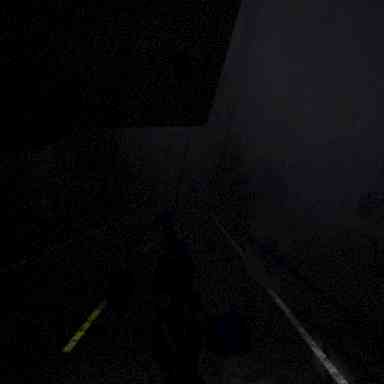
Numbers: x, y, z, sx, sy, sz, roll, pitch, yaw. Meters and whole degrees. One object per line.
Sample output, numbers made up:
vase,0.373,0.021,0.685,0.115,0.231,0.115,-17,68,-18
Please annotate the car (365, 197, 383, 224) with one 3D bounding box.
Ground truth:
car,12.680,1.228,19.418,3.806,1.475,1.970,0,0,-1

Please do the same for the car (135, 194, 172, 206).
car,-5.422,1.182,45.403,4.674,1.442,1.812,-1,0,0

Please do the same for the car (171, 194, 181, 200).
car,-3.515,1.056,72.672,1.994,1.385,4.181,0,0,0

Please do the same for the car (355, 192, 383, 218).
car,13.271,0.921,22.744,3.866,1.878,1.905,0,0,-1

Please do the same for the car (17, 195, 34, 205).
car,-20.804,1.061,45.308,5.357,1.411,2.033,1,1,2

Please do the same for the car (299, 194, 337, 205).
car,17.183,1.002,45.463,4.892,1.490,1.837,0,0,0

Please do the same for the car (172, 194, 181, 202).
car,-3.513,1.134,62.835,1.994,1.385,4.181,0,0,0
